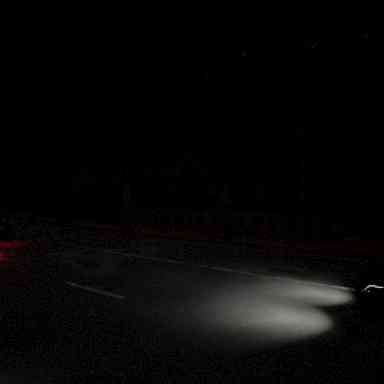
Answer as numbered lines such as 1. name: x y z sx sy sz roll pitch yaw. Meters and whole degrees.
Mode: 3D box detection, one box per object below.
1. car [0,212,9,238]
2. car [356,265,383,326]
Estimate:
1. car: -10.891 1.502 16.656 4.892 1.490 1.837 0 0 40
2. car: 4.951 1.528 4.756 4.674 1.442 1.812 0 0 36
